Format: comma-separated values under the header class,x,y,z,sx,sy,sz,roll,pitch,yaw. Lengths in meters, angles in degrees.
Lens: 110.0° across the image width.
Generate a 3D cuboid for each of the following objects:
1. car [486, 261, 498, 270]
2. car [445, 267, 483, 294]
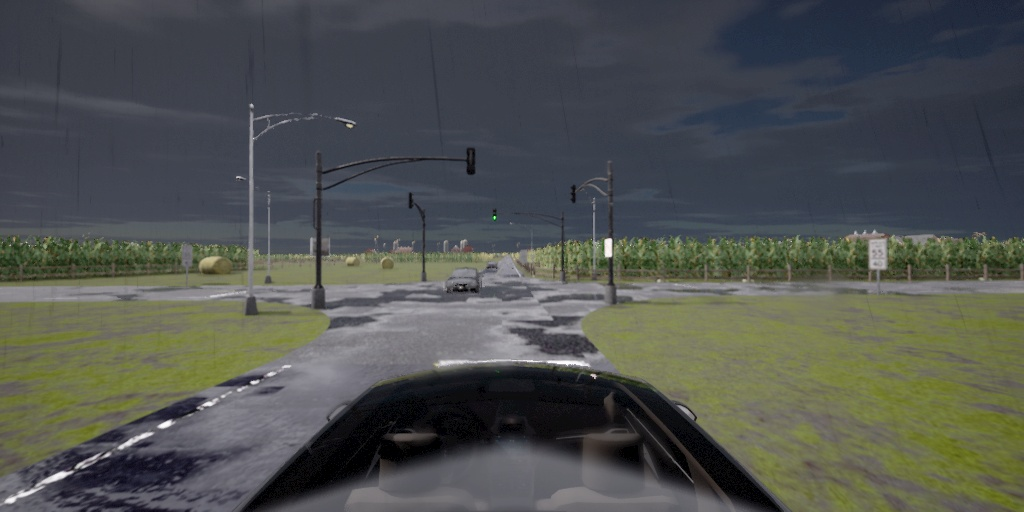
class,x,y,z,sx,sy,sz,roll,pitch,yaw
car,-3.403,1.644,61.624,2.033,1.411,5.357,0,0,-1
car,-2.774,1.450,21.412,1.837,1.490,4.892,0,0,-1
